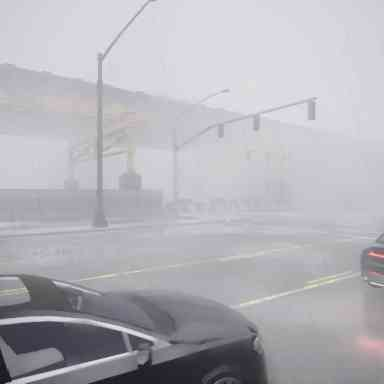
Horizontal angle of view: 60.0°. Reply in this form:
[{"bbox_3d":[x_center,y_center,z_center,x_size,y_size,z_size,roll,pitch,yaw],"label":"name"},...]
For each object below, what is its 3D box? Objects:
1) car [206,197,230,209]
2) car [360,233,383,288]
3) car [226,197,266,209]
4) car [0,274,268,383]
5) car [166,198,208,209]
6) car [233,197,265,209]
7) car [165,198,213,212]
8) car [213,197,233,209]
[{"bbox_3d":[3.272,1.295,40.787,1.853,1.218,4.536,0,0,18],"label":"car"},{"bbox_3d":[5.958,1.505,7.995,4.892,1.490,1.837,0,0,-35],"label":"car"},{"bbox_3d":[7.175,1.453,44.489,4.974,1.542,2.038,0,0,-7],"label":"car"},{"bbox_3d":[-1.469,1.491,2.707,4.902,1.511,2.128,0,0,-35],"label":"car"},{"bbox_3d":[-0.546,1.295,38.068,4.536,1.218,1.853,0,0,8],"label":"car"},{"bbox_3d":[7.123,1.295,44.482,4.536,1.218,1.853,0,0,-7],"label":"car"},{"bbox_3d":[-0.495,1.453,38.061,4.974,1.542,2.038,0,0,8],"label":"car"},{"bbox_3d":[3.256,1.453,40.738,2.038,1.542,4.974,0,0,18],"label":"car"}]
